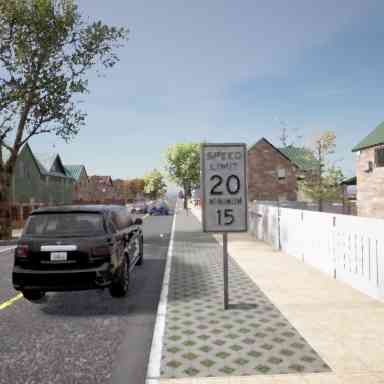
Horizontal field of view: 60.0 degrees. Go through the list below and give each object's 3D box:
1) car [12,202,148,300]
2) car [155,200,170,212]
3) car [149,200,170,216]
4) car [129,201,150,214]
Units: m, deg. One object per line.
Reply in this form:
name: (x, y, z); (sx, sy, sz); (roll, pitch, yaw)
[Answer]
car: (-2.614, 1.329, 8.924); (2.150, 2.045, 5.566); (-1, -1, -2)
car: (-4.353, 2.043, 49.784); (1.882, 1.535, 5.008); (-1, -1, -2)
car: (-3.868, 1.804, 39.532); (2.097, 1.767, 4.553); (-1, -1, -2)
car: (-6.856, 2.042, 43.938); (2.128, 1.511, 4.902); (-1, -1, -2)
